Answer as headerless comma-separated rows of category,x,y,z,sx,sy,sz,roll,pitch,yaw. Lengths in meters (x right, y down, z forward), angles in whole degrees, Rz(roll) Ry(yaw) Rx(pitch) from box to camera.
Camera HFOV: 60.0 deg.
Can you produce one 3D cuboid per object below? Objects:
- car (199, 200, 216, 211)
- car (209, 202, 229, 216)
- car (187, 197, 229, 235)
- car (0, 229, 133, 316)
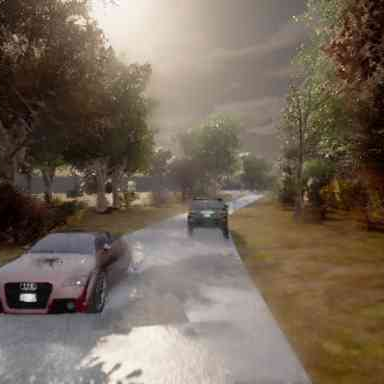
car,2.391,1.967,50.202,1.837,1.490,4.892,1,0,12
car,3.085,1.880,37.391,1.994,1.385,4.181,0,-1,8
car,0.975,1.298,19.474,2.150,2.045,5.566,0,-1,4
car,-2.647,1.564,7.497,1.994,1.385,4.181,0,0,2
